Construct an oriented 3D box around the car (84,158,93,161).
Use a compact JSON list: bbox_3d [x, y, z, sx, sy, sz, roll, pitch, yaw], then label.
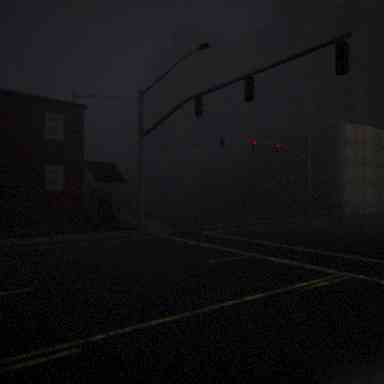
[{"bbox_3d":[-20.231,-5.767,64.050,2.033,1.411,5.357,0,6,-36],"label":"car"}]
